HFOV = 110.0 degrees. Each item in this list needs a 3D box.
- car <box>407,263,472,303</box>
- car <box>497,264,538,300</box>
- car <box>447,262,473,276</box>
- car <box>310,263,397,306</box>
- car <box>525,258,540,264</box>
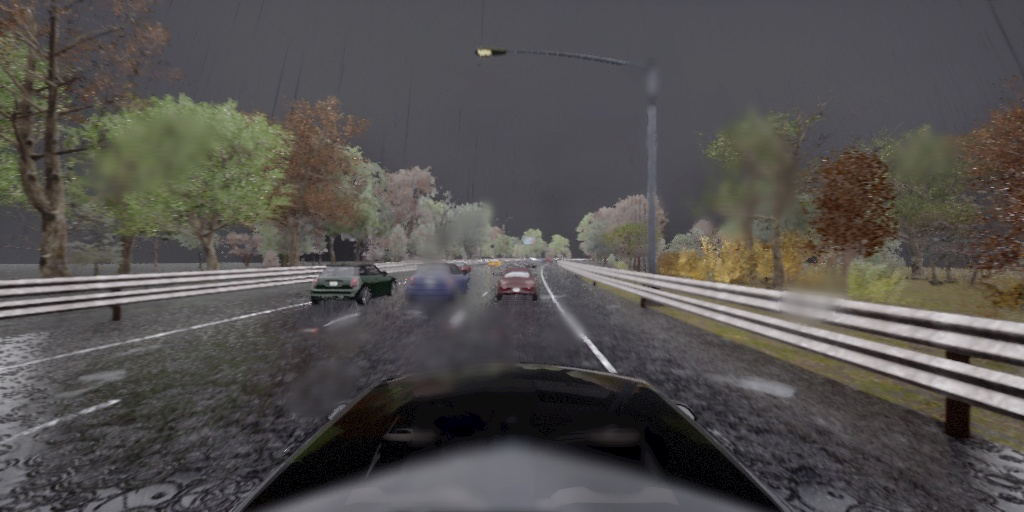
[{"bbox_3d":[-3.258,1.106,16.855,2.097,1.767,4.553,0,0,2],"label":"car"},{"bbox_3d":[0.295,1.294,17.820,1.812,1.442,4.674,0,0,2],"label":"car"},{"bbox_3d":[-5.570,1.375,39.092,1.895,1.301,4.718,0,0,4],"label":"car"},{"bbox_3d":[-6.796,1.092,15.956,2.097,1.767,4.553,0,0,2],"label":"car"},{"bbox_3d":[3.241,1.441,60.390,1.895,1.301,4.718,0,0,6],"label":"car"}]
